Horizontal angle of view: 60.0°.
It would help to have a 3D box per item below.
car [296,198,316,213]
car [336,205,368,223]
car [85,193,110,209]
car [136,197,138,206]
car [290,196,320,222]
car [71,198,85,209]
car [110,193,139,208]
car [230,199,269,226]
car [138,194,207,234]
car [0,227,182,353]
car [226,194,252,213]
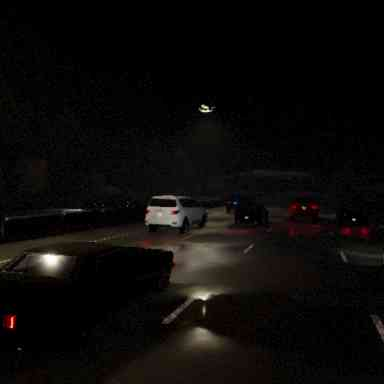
[{"bbox_3d":[13.740,1.525,39.920,2.128,1.511,4.902,0,1,20],"label":"car"},{"bbox_3d":[12.621,1.711,26.428,1.895,1.301,4.718,0,0,20],"label":"car"},{"bbox_3d":[-11.035,1.154,43.704,2.150,2.045,5.566,0,0,20],"label":"car"},{"bbox_3d":[-4.420,1.520,41.416,2.033,1.411,5.357,0,0,20],"label":"car"},{"bbox_3d":[9.530,1.314,28.190,2.150,2.045,5.566,0,1,19],"label":"car"},{"bbox_3d":[-14.302,1.479,44.964,1.812,1.442,4.674,0,0,20],"label":"car"},{"bbox_3d":[-7.722,1.280,42.575,2.150,2.045,5.566,0,0,20],"label":"car"},{"bbox_3d":[4.457,1.556,24.399,1.882,1.535,5.008,0,0,20],"label":"car"},{"bbox_3d":[-0.789,1.275,20.147,2.150,2.045,5.566,0,-1,20],"label":"car"},{"bbox_3d":[-1.999,1.621,6.396,1.895,1.301,4.718,0,0,20],"label":"car"},{"bbox_3d":[5.428,1.250,37.476,2.150,2.045,5.566,0,1,20],"label":"car"}]
